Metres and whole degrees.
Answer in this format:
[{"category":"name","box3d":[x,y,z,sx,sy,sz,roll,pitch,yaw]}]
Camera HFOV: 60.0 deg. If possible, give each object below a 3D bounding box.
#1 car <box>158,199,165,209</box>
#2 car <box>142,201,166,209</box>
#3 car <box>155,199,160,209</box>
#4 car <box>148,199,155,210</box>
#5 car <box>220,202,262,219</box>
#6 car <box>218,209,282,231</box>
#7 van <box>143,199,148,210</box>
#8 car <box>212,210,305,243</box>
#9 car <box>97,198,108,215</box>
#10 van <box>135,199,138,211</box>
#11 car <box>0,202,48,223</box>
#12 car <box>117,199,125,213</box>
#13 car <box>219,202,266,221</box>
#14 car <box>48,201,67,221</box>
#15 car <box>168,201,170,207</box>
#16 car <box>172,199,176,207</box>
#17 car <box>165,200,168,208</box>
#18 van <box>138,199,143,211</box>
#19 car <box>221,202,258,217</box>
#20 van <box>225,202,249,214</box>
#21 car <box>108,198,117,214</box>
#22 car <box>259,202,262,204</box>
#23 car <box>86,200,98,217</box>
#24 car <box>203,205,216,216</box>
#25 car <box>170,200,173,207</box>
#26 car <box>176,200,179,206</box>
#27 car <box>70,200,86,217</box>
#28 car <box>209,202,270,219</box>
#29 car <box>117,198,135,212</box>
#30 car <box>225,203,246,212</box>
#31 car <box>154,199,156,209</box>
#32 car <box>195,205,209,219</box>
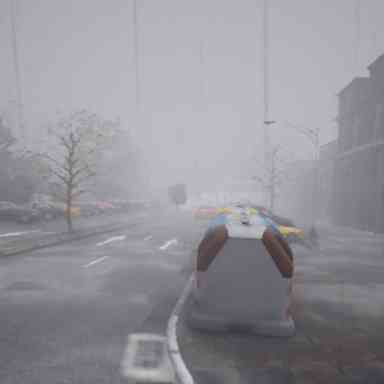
[{"category":"car","box3d":[-9.048,2.381,67.640,5.566,2.045,2.435,2,-1,-14]},{"category":"car","box3d":[-8.413,2.791,73.552,4.892,1.521,2.231,2,-1,-14]},{"category":"car","box3d":[-9.322,2.585,64.698,4.792,1.488,2.163,2,-2,-14]},{"category":"car","box3d":[-9.809,2.400,58.819,5.366,1.575,1.946,2,-2,-14]},{"category":"car","box3d":[7.374,2.758,49.996,5.566,2.045,2.435,4,-1,-14]},{"category":"car","box3d":[5.017,2.449,29.059,5.008,1.535,2.097,4,-1,-13]},{"category":"van","box3d":[-10.191,2.095,55.851,4.442,1.987,1.878,2,-2,-14]},{"category":"car","box3d":[4.173,2.189,20.100,5.366,1.575,1.946,4,-2,-13]},{"category":"car","box3d":[-12.271,1.714,38.064,4.553,1.767,2.185,2,-2,-14]},{"category":"van","box3d":[-10.831,1.937,49.932,4.442,1.987,1.878,2,-2,-14]},{"category":"car","box3d":[-13.735,1.479,24.581,4.892,1.521,2.231,2,-2,-14]},{"category":"car","box3d":[-11.601,2.040,43.983,4.674,1.452,2.002,2,-2,-14]},{"category":"car","box3d":[6.669,2.595,43.998,5.566,2.045,2.435,4,-1,-14]},{"category":"car","box3d":[-13.352,1.571,27.953,4.892,1.521,2.231,2,-1,-14]},{"category":"car","box3d":[-8.094,2.744,76.514,4.553,1.767,2.185,2,-1,-14]},{"category":"car","box3d":[-7.377,3.126,85.346,4.792,1.488,2.163,2,-1,-15]},{"category":"car","box3d":[-8.541,2.716,70.649,5.366,1.575,1.946,2,-2,-14]},{"category":"van","box3d":[-10.512,2.016,52.891,4.442,1.987,1.878,2,-2,-14]},{"category":"car","box3d":[8.028,2.917,55.967,5.566,2.045,2.435,4,-1,-14]},{"category":"van","box3d":[9.186,3.251,67.887,4.442,1.987,1.878,4,-1,-14]},{"category":"car","box3d":[-11.884,1.796,41.029,4.553,1.767,2.185,2,-1,-14]},{"category":"car","box3d":[6.011,2.436,38.022,5.566,2.045,2.435,4,-1,-14]},{"category":"car","box3d":[-12.590,1.781,34.706,4.792,1.488,2.163,2,-2,-14]},{"category":"car","box3d":[2.814,2.866,52.362,1.837,1.490,4.892,3,-1,6]},{"category":"car","box3d":[-7.843,2.946,79.456,5.008,1.535,2.097,2,-1,-14]},{"category":"car","box3d":[-6.899,3.247,91.264,5.008,1.535,2.097,2,-1,-16]},{"category":"car","box3d":[-13.165,1.650,31.276,5.366,1.575,1.946,2,-1,-14]},{"category":"car","box3d":[4.373,2.027,23.077,5.566,2.045,2.435,4,-2,-13]},{"category":"car","box3d":[-11.293,1.827,46.936,5.566,2.045,2.435,2,-1,-14]},{"category":"car","box3d":[10.459,3.668,79.922,4.553,1.767,2.185,4,-1,-15]},{"category":"car","box3d":[-9.698,2.503,61.719,4.792,1.488,2.163,2,-1,-14]},{"category":"car","box3d":[1.702,2.431,41.723,2.097,1.767,4.553,3,-1,7]}]
